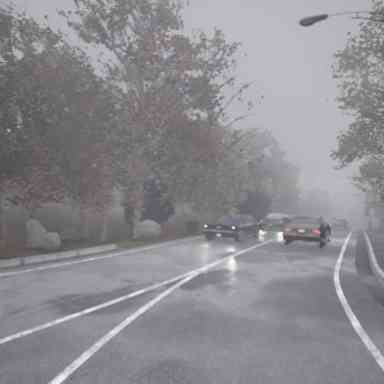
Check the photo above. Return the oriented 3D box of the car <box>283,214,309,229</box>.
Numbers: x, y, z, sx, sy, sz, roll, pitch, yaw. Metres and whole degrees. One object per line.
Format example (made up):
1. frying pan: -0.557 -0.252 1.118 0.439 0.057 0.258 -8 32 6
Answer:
1. car: 11.329 3.202 35.898 1.994 1.385 4.181 1 -4 27

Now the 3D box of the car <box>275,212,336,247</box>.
1. car: 5.993 1.897 17.046 2.033 1.411 5.357 1 -2 26

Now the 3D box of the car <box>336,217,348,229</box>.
1. car: 20.029 4.203 45.108 2.128 1.511 4.902 1 -4 27

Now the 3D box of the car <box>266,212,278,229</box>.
1. car: 6.918 2.372 27.127 1.812 1.442 4.674 1 -4 27

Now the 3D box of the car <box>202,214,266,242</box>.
1. car: 2.289 1.858 17.941 1.895 1.301 4.718 1 -2 27

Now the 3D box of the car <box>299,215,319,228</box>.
1. car: 16.011 3.991 45.243 1.882 1.535 5.008 1 -4 27
